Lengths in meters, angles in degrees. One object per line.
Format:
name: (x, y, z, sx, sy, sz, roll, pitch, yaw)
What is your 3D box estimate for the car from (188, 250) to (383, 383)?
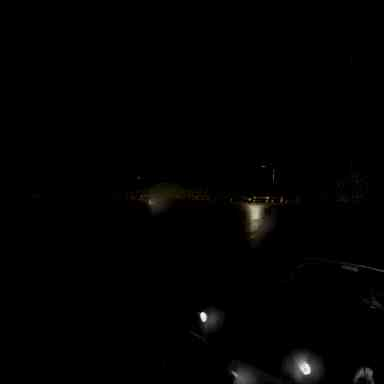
car: (2.302, 1.610, 4.708, 4.718, 1.301, 1.895, 0, 0, -35)

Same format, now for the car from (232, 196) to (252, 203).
car: (10.355, 1.492, 68.864, 1.812, 1.442, 4.674, 2, -1, -36)
